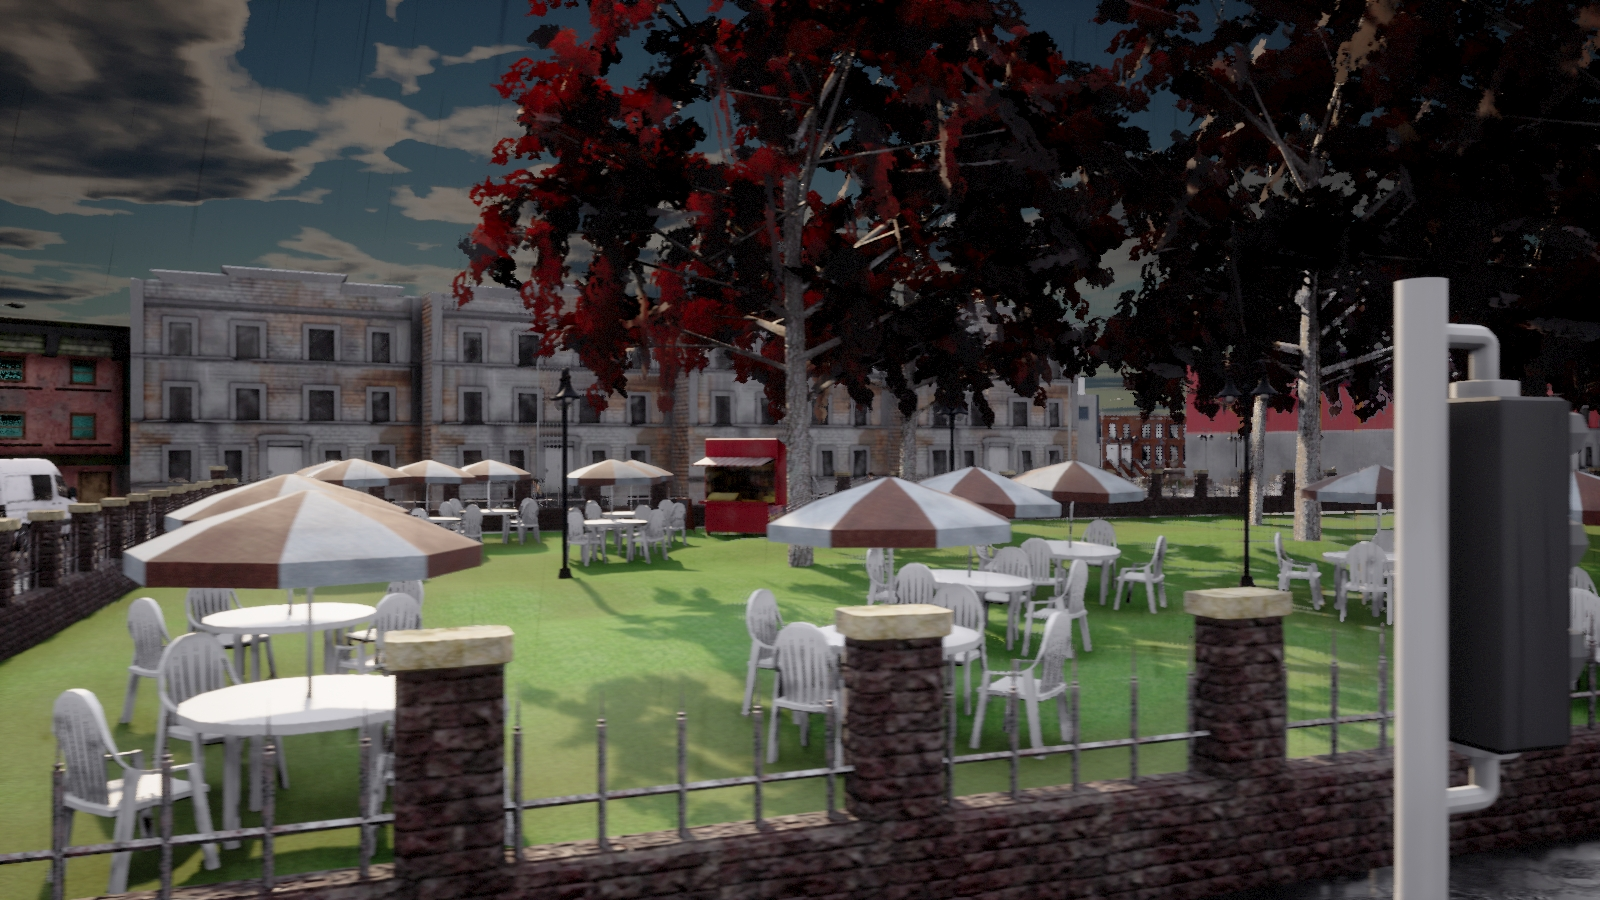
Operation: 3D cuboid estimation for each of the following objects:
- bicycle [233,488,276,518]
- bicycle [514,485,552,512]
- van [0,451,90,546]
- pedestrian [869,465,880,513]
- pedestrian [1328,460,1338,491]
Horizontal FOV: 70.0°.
[{"bbox_3d":[-21.083,2.037,44.157,1.487,1.080,0.859,0,2,-27],"label":"bicycle"},{"bbox_3d":[-11.192,2.036,47.894,1.487,1.080,0.859,0,0,-20],"label":"bicycle"},{"bbox_3d":[-23.029,1.316,33.419,1.988,2.561,5.915,-1,0,-13],"label":"van"},{"bbox_3d":[2.926,1.523,44.910,0.375,1.860,0.375,0,0,-8],"label":"pedestrian"},{"bbox_3d":[31.860,1.525,68.252,0.375,1.860,0.375,0,0,-20],"label":"pedestrian"}]
